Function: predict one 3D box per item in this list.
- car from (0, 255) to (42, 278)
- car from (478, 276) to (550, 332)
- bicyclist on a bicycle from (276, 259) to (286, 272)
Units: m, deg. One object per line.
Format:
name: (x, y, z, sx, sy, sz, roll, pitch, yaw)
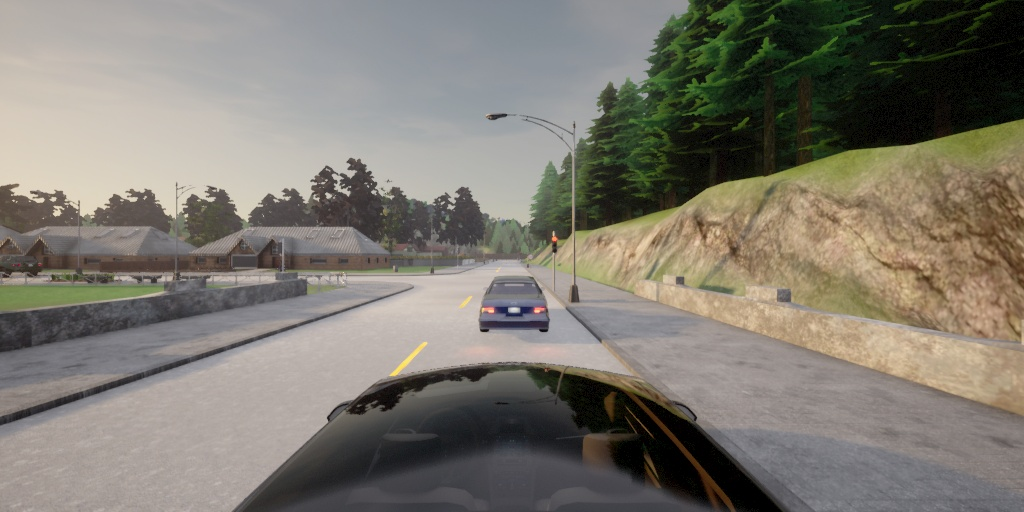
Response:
car: (-47.375, 0.971, 33.322, 5.566, 2.045, 2.150, 0, 0, 1)
car: (0.063, 1.297, 10.791, 2.033, 1.411, 5.357, 0, 0, 0)
bicyclist on a bicycle: (-24.162, 1.098, 37.572, 0.582, 1.620, 1.656, 0, 0, 0)
